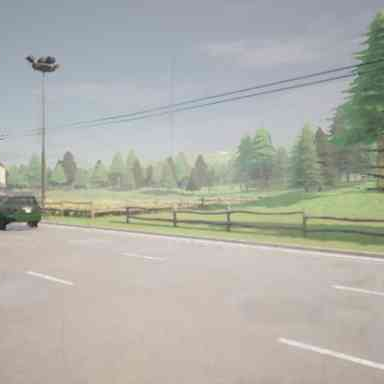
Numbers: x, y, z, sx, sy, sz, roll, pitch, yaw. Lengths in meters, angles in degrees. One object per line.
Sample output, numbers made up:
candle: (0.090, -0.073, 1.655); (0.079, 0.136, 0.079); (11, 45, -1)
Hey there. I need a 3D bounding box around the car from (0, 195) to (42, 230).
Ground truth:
car: (-11.751, 1.195, 20.972); (5.566, 2.045, 2.150); (0, 0, 36)
